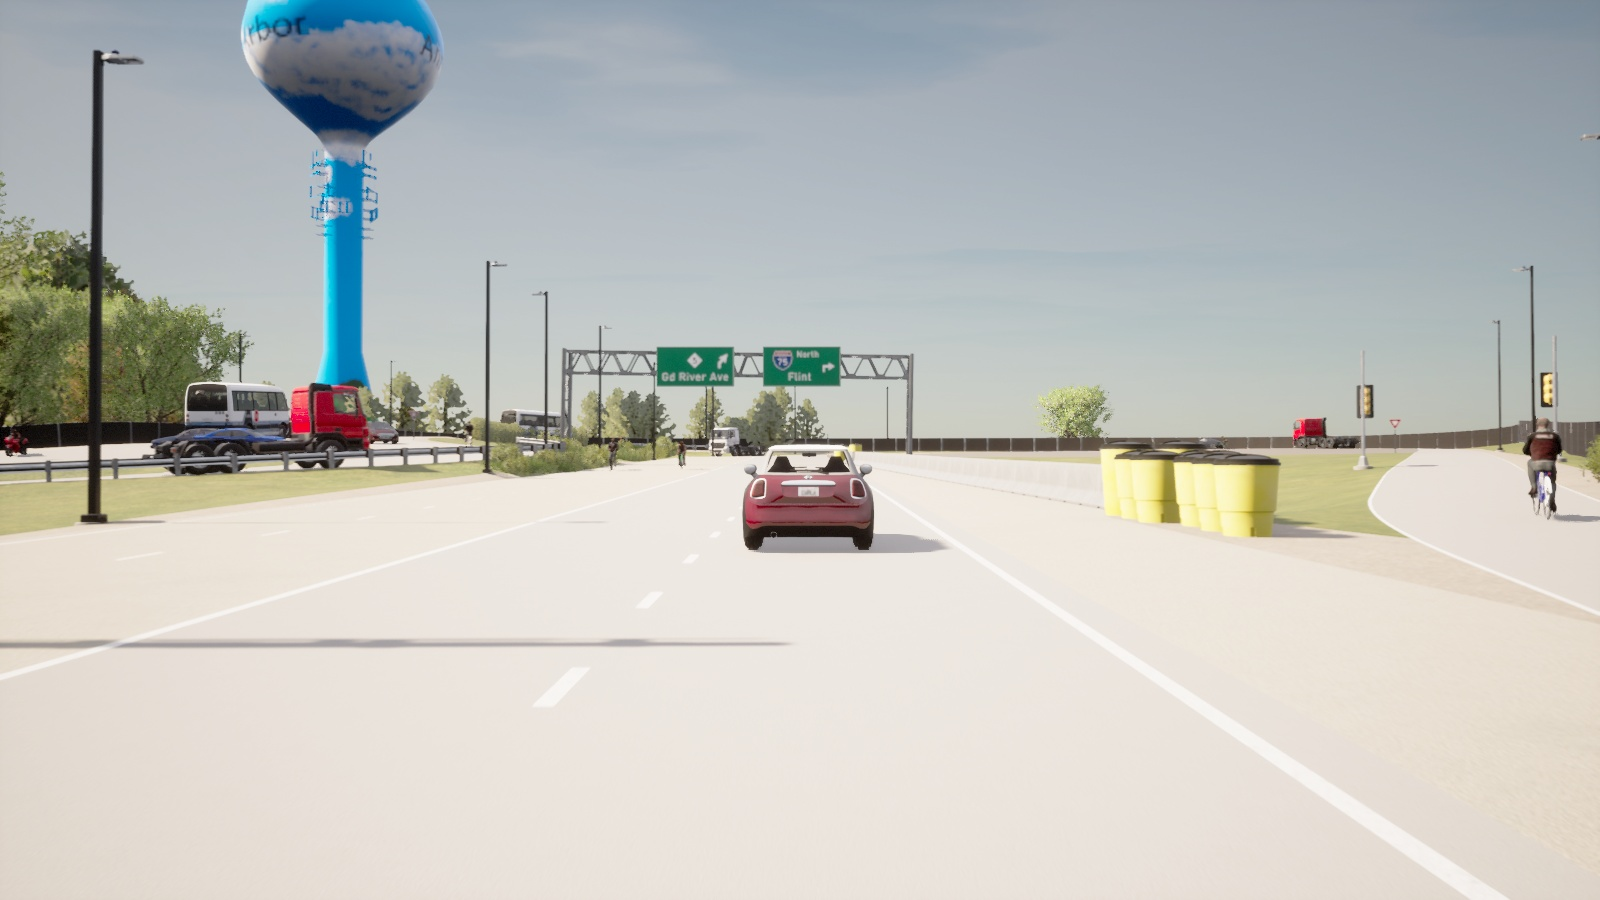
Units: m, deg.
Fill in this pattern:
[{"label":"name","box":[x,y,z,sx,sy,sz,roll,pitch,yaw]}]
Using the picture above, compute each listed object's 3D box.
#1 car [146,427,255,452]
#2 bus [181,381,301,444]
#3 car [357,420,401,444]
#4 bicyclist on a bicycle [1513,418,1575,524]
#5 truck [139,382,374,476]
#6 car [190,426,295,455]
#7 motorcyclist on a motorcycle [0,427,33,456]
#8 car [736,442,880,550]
[{"label":"car","box":[-35.151,-0.628,73.709,5.357,1.411,2.033,0,3,0]},{"label":"bus","box":[-40.195,-2.731,90.833,3.944,4.253,10.273,0,2,1]},{"label":"car","box":[-30.001,-1.297,89.415,2.033,1.649,4.856,0,1,-30]},{"label":"bicyclist on a bicycle","box":[12.917,0.335,21.840,0.659,1.776,1.843,0,1,22]},{"label":"truck","box":[-21.335,-0.919,49.660,7.936,3.462,2.891,-3,2,-43]},{"label":"car","box":[-31.148,-0.539,70.274,5.008,1.535,1.882,-1,3,-5]},{"label":"motorcyclist on a motorcycle","box":[-43.299,-0.462,69.266,0.797,1.523,2.044,0,3,-3]},{"label":"car","box":[0.123,0.614,19.085,1.970,1.475,3.806,0,0,0]}]
